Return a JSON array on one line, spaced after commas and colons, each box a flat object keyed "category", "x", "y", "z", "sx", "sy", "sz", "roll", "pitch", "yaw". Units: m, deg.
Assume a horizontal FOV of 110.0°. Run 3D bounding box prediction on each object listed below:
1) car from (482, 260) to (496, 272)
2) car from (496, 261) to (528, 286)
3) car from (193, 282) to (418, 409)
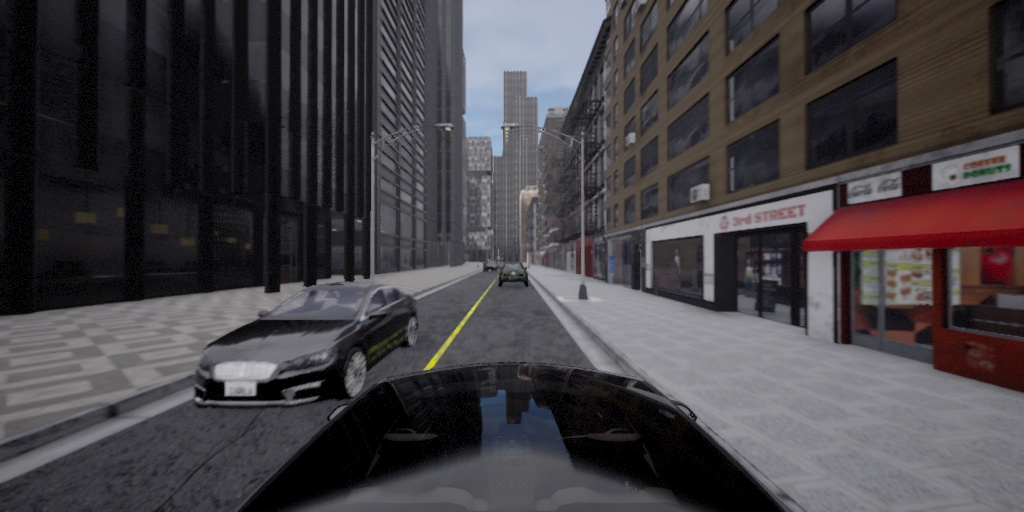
[{"category": "car", "x": -2.992, "y": 1.402, "z": 50.750, "sx": 2.097, "sy": 1.767, "sz": 4.553, "roll": 0, "pitch": 0, "yaw": 0}, {"category": "car", "x": 0.104, "y": 1.219, "z": 26.946, "sx": 2.097, "sy": 1.767, "sz": 4.553, "roll": 0, "pitch": 0, "yaw": 0}, {"category": "car", "x": -3.099, "y": 1.263, "z": 6.545, "sx": 2.128, "sy": 1.511, "sz": 4.902, "roll": 0, "pitch": 0, "yaw": 0}]
